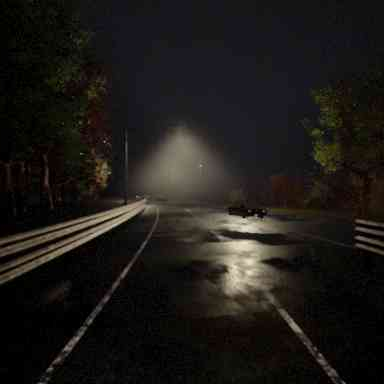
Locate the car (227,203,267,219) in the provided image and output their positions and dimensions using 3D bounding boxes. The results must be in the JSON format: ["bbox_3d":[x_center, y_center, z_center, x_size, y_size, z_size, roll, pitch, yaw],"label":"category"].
[{"bbox_3d":[4.701,1.618,29.404,1.895,1.301,4.718,2,0,-15],"label":"car"}]

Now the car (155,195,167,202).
[{"bbox_3d":[-6.734,1.428,72.205,2.033,1.411,5.357,0,0,-15],"label":"car"}]
